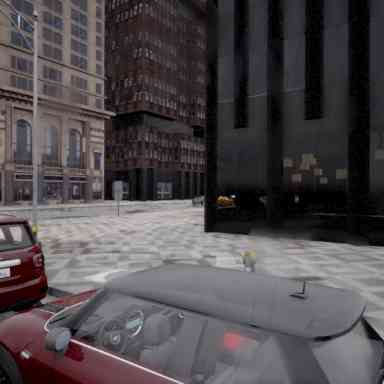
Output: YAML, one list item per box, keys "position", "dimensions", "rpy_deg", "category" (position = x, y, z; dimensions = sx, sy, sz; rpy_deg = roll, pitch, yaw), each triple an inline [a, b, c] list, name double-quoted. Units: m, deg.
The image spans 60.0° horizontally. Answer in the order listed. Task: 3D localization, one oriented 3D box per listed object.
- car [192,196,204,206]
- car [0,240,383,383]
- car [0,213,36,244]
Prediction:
- position: [1.930, 1.374, 52.075]
  dimensions: [2.128, 1.511, 4.902]
  rpy_deg: [0, 0, 36]
  category: "car"
- position: [-0.259, 1.440, 3.144]
  dimensions: [4.097, 1.590, 1.967]
  rpy_deg: [0, 0, 35]
  category: "car"
- position: [-4.821, 1.314, 6.396]
  dimensions: [5.009, 1.841, 2.192]
  rpy_deg: [0, 0, 35]
  category: "car"
